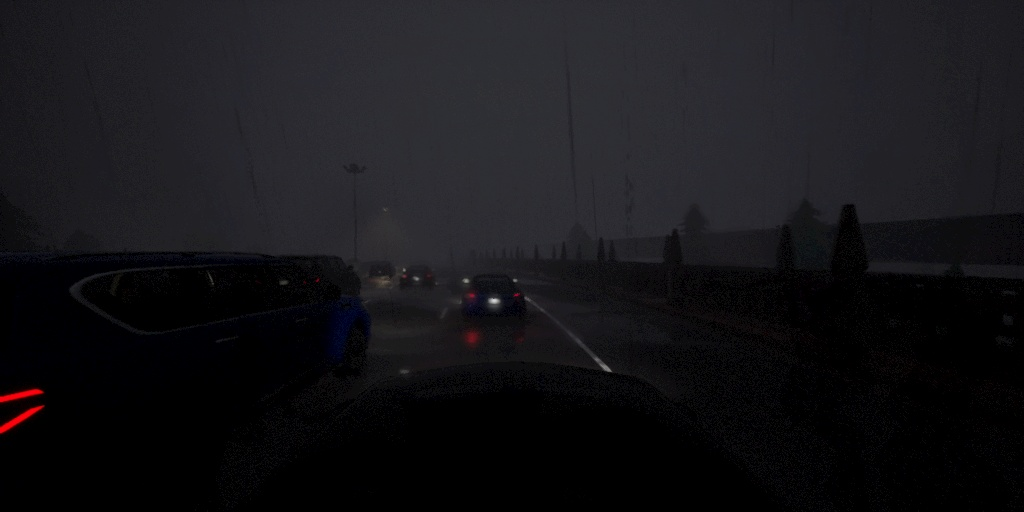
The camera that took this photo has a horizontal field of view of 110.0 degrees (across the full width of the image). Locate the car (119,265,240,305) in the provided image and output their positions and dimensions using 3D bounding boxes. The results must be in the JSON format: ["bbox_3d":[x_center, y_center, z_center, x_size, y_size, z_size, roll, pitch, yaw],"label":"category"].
[{"bbox_3d":[-15.665,1.255,17.363,1.882,1.535,5.008,0,0,-10],"label":"car"}]

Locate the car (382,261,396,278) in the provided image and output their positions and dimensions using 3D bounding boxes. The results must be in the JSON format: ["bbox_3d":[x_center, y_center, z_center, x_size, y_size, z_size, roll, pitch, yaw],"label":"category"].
[{"bbox_3d":[-11.727,1.188,32.618,1.882,1.535,5.008,0,0,-14],"label":"car"}]

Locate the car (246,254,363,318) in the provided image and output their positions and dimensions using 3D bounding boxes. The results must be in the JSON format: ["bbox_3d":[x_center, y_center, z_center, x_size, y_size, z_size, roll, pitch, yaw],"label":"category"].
[{"bbox_3d":[-7.929,0.965,14.512,2.150,2.045,5.566,0,0,-8],"label":"car"}]

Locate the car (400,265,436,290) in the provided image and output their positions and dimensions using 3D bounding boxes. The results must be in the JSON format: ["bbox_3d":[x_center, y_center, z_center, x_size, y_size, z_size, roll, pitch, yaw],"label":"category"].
[{"bbox_3d":[-5.806,1.271,22.380,1.994,1.385,4.181,0,0,-11],"label":"car"}]

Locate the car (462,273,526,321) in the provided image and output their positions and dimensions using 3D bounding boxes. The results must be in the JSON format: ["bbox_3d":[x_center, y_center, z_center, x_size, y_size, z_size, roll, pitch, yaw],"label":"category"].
[{"bbox_3d":[-0.693,1.278,12.396,1.994,1.385,4.181,0,0,-5],"label":"car"}]

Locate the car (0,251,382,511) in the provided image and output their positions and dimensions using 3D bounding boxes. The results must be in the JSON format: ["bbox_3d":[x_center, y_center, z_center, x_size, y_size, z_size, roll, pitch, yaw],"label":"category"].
[{"bbox_3d":[-3.571,0.977,4.179,2.150,2.045,5.566,0,0,-2],"label":"car"}]
